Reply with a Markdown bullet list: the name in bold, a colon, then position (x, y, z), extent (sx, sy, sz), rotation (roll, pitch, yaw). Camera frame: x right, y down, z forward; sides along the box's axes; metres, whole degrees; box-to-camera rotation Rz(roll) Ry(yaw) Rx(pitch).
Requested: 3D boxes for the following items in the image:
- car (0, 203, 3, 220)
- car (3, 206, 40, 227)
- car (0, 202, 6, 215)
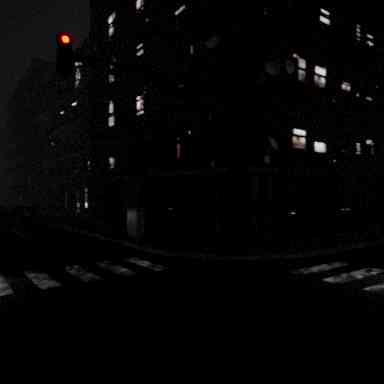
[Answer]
- **car**: position (-18.960, 2.118, 34.164), extent (1.802, 1.307, 4.206), rotation (-1, 0, -36)
- **car**: position (-13.699, 1.847, 26.984), extent (1.967, 1.590, 4.097), rotation (-1, 0, -36)
- **car**: position (-25.558, 2.139, 43.140), extent (1.967, 1.590, 4.097), rotation (-1, 0, -36)
